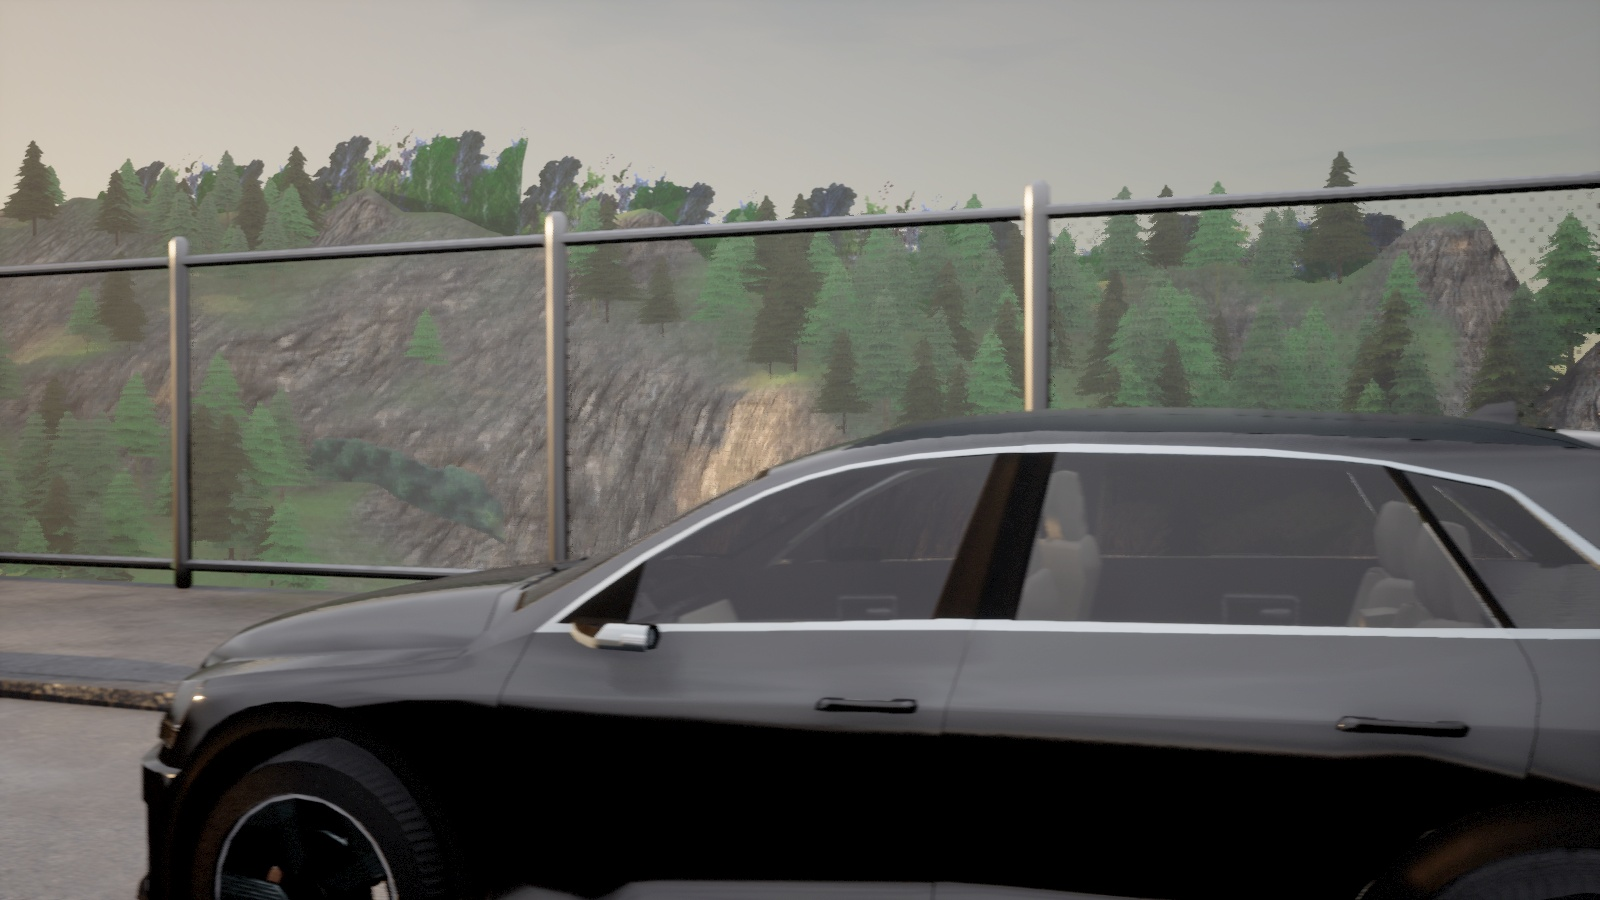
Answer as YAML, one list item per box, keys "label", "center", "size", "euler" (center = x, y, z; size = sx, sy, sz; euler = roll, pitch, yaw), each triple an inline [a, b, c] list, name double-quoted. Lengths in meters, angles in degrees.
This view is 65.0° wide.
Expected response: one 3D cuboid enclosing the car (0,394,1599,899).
- label: "car"
  center: [0.314, 0.700, 3.634]
  size: [4.856, 1.649, 2.033]
  euler: [1, 1, 19]
